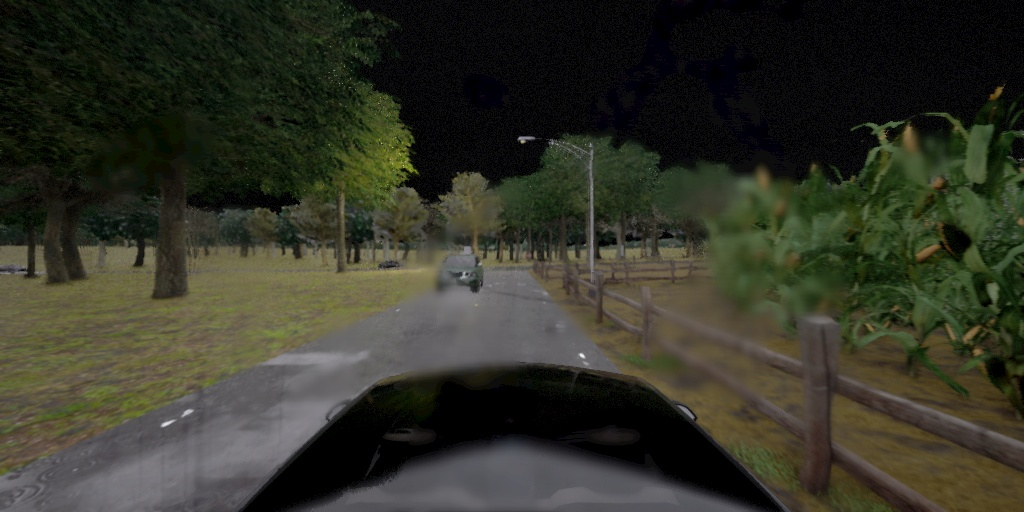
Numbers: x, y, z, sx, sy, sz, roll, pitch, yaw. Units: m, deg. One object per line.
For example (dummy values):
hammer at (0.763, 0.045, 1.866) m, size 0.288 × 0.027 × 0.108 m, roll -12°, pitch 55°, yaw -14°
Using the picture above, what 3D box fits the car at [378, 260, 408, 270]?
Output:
car at (-19.625, 1.436, 59.111) m, size 4.674 × 1.442 × 1.812 m, roll -1°, pitch 0°, yaw 0°

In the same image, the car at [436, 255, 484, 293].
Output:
car at (-2.845, 0.933, 20.674) m, size 2.150 × 2.045 × 5.566 m, roll 0°, pitch 0°, yaw 0°
